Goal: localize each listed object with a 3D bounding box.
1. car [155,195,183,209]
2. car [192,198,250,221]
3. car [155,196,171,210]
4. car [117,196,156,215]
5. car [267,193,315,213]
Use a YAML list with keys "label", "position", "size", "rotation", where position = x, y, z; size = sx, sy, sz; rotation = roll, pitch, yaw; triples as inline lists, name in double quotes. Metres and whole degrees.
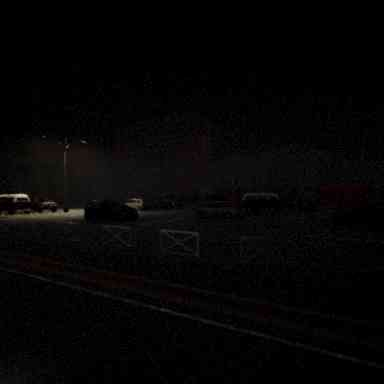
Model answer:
- label: "car"
  position: [-3.491, 1.314, 44.455]
  size: [4.605, 1.855, 1.932]
  rotation: [0, 0, 35]
- label: "car"
  position: [2.254, 1.467, 26.418]
  size: [3.806, 1.475, 1.970]
  rotation: [0, 0, 35]
- label: "car"
  position: [-5.007, 1.525, 42.241]
  size: [3.905, 1.438, 1.784]
  rotation: [0, 0, 35]
- label: "car"
  position: [-6.689, 1.558, 39.884]
  size: [3.806, 1.475, 1.970]
  rotation: [0, 0, 35]
- label: "car"
  position: [11.993, 1.217, 40.226]
  size: [4.605, 1.855, 1.932]
  rotation: [0, 0, 35]
